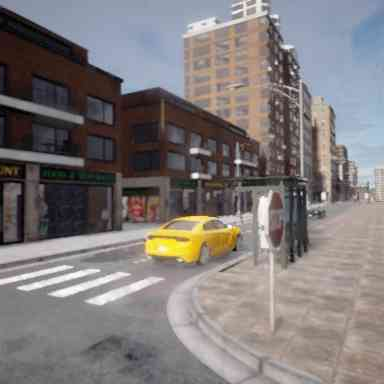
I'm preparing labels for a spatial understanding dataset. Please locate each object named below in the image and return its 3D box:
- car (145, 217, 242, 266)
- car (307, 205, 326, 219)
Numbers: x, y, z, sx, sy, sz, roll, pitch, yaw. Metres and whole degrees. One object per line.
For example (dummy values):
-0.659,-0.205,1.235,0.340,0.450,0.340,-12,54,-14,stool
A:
0.288,1.651,12.443,1.882,1.535,5.008,-1,-1,29,car
12.709,2.040,34.679,1.895,1.301,4.718,-1,-1,29,car
